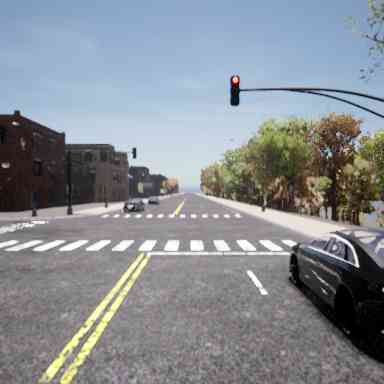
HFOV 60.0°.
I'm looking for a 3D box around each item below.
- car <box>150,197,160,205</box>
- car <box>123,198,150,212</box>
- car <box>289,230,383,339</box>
[{"bbox_3d":[-6.745,1.537,59.060,2.033,1.411,5.357,0,0,0],"label":"car"},{"bbox_3d":[-6.690,1.483,38.729,2.128,1.511,4.902,0,0,2],"label":"car"},{"bbox_3d":[3.327,1.490,6.536,2.128,1.511,4.902,0,0,2],"label":"car"}]
